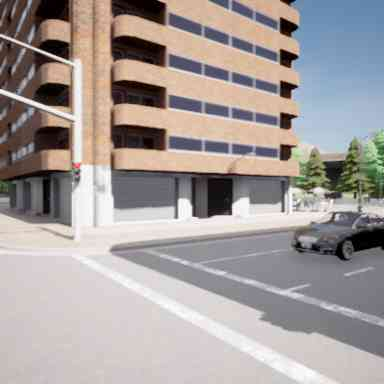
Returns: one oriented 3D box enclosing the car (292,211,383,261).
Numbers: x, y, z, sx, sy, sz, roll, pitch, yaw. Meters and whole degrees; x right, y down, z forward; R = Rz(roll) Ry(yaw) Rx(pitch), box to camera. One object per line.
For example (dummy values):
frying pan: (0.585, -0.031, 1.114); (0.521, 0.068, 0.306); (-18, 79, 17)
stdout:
car: (5.763, 1.480, 12.361); (4.902, 1.511, 2.128); (0, 0, -35)
